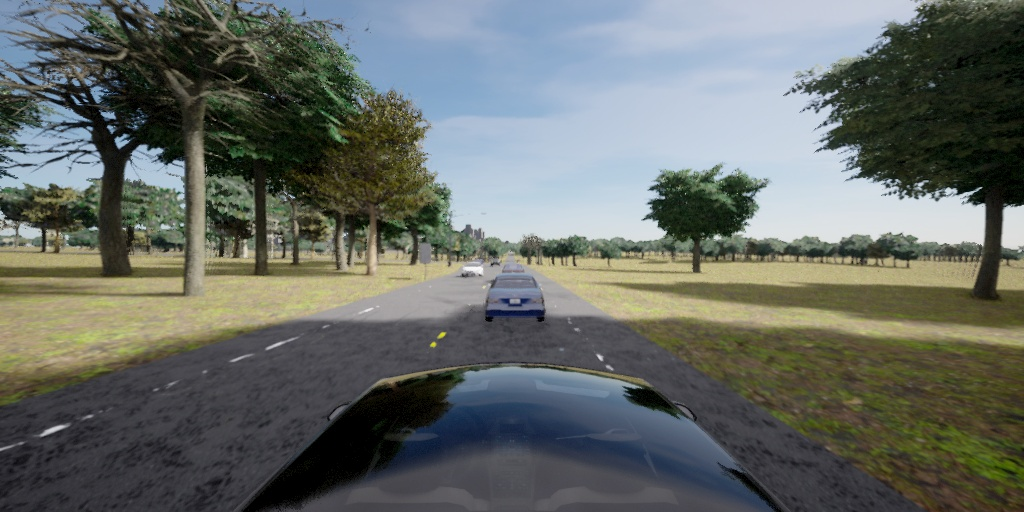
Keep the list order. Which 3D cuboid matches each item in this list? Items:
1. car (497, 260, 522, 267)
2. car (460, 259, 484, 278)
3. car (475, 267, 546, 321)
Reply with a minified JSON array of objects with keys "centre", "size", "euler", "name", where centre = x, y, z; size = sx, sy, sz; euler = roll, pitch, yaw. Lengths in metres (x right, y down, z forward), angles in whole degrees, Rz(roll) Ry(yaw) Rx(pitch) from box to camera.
[{"centre":[0.093,1.282,28.897],"size":[2.033,1.411,5.357],"euler":[0,0,0],"name":"car"},{"centre":[-3.642,1.269,33.661],"size":[1.812,1.442,4.674],"euler":[0,0,0],"name":"car"},{"centre":[0.092,1.278,12.339],"size":[2.033,1.411,5.357],"euler":[0,0,0],"name":"car"}]
